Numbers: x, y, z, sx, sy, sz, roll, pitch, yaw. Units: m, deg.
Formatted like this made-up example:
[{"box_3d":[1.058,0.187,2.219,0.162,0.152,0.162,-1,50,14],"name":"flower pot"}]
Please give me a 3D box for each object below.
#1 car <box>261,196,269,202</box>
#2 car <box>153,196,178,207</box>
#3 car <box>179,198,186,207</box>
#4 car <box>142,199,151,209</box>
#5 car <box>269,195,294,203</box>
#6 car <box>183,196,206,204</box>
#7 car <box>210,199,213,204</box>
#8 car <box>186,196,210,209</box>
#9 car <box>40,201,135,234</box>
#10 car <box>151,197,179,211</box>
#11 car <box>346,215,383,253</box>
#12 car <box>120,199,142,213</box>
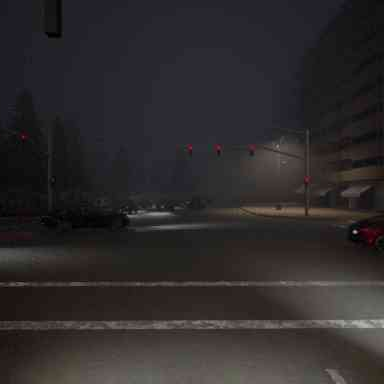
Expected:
[{"box_3d":[16.990,1.478,70.874,5.008,1.535,1.882,0,0,-33],"name":"car"},{"box_3d":[-4.269,1.491,53.968,2.128,1.511,4.902,0,0,20],"name":"car"},{"box_3d":[-1.891,1.547,50.358,2.033,1.411,5.357,0,0,15],"name":"car"},{"box_3d":[-6.398,1.601,44.125,1.895,1.301,4.718,0,0,6],"name":"car"},{"box_3d":[18.520,1.478,67.542,5.008,1.535,1.882,0,0,-33],"name":"car"},{"box_3d":[0.521,1.490,64.007,2.128,1.511,4.902,0,0,33],"name":"car"},{"box_3d":[2.003,1.601,59.585,1.895,1.301,4.718,0,0,31],"name":"car"},{"box_3d":[0.814,1.352,45.108,2.097,1.767,4.553,0,0,7],"name":"car"},{"box_3d":[-6.163,1.523,19.383,4.902,1.511,2.128,0,0,-29],"name":"car"},{"box_3d":[-3.208,1.491,40.629,2.128,1.511,4.902,0,0,4],"name":"car"},{"box_3d":[8.481,1.578,13.249,4.181,1.385,1.994,0,0,0],"name":"car"},{"box_3d":[-6.945,1.526,35.047,1.812,1.442,4.674,0,0,2],"name":"car"}]
